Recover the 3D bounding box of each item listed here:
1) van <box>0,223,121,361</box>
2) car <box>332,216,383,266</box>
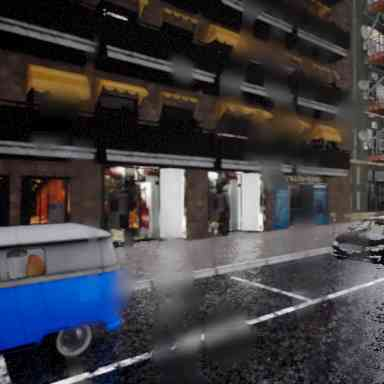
[{"bbox_3d":[-2.962,1.400,4.426,3.998,1.788,1.690,-1,1,-35],"label":"van"},{"bbox_3d":[6.393,1.500,10.937,4.403,1.369,2.008,-1,1,-35],"label":"car"}]
